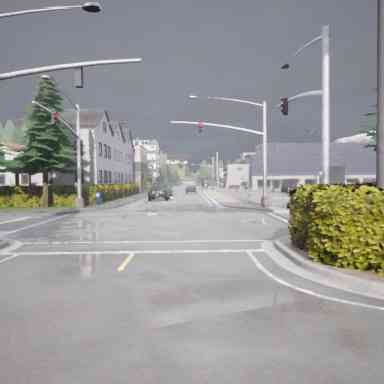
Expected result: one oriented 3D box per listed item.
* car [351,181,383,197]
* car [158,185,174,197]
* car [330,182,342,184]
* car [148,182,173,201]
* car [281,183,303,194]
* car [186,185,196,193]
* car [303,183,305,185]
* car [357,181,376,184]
[{"bbox_3d":[22.261,-0.457,42.067,1.932,1.855,4.605,-1,2,0],"label":"car"},{"bbox_3d":[-3.731,-0.160,48.408,1.837,1.490,4.892,-1,2,0],"label":"car"},{"bbox_3d":[25.310,-1.026,59.457,2.152,1.636,5.027,-1,2,0],"label":"car"},{"bbox_3d":[-3.720,-0.097,38.247,2.150,2.045,5.566,-1,2,0],"label":"car"},{"bbox_3d":[15.270,-0.515,52.045,2.007,1.523,4.514,-1,2,0],"label":"car"},{"bbox_3d":[-0.168,-0.562,58.667,2.128,1.511,4.902,-1,2,0],"label":"car"},{"bbox_3d":[18.895,-0.862,59.105,1.970,1.475,3.806,-1,2,0],"label":"car"},{"bbox_3d":[19.016,-0.173,34.187,1.905,1.878,3.866,-1,2,0],"label":"car"}]
